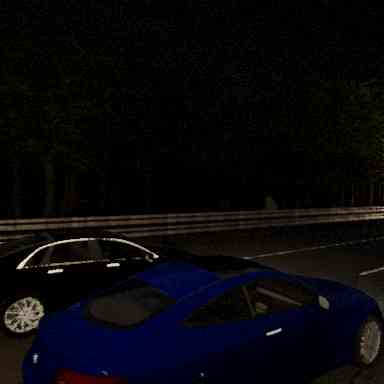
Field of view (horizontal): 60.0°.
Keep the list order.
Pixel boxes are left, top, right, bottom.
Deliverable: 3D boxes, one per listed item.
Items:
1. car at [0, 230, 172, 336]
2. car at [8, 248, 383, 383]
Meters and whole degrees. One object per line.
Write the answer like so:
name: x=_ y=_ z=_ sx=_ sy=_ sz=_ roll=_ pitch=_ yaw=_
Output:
car: x=-1.956 y=1.524 z=6.646 sx=4.892 sy=1.490 sz=1.837 roll=1 pitch=0 yaw=-35
car: x=0.521 y=1.550 z=4.116 sx=4.674 sy=1.442 sz=1.812 roll=1 pitch=0 yaw=-35
